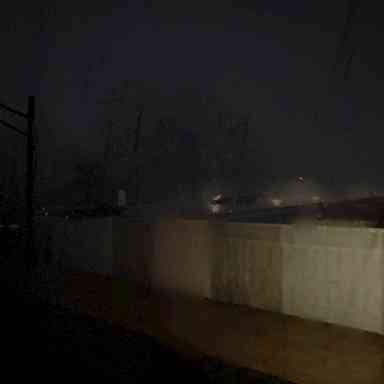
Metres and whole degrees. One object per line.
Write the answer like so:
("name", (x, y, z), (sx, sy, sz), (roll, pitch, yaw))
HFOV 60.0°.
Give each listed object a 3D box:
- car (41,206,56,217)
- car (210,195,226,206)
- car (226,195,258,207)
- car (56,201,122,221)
("car", (-10.614, 1.489, 29.241), (1.895, 1.301, 4.718), (2, 2, 41))
("car", (4.329, 1.163, 46.607), (1.994, 1.385, 4.181), (2, 2, 41))
("car", (7.103, 1.198, 44.843), (1.837, 1.490, 4.892), (2, 2, 41))
("car", (-8.144, 1.586, 27.131), (1.895, 1.301, 4.718), (2, 2, 41))
